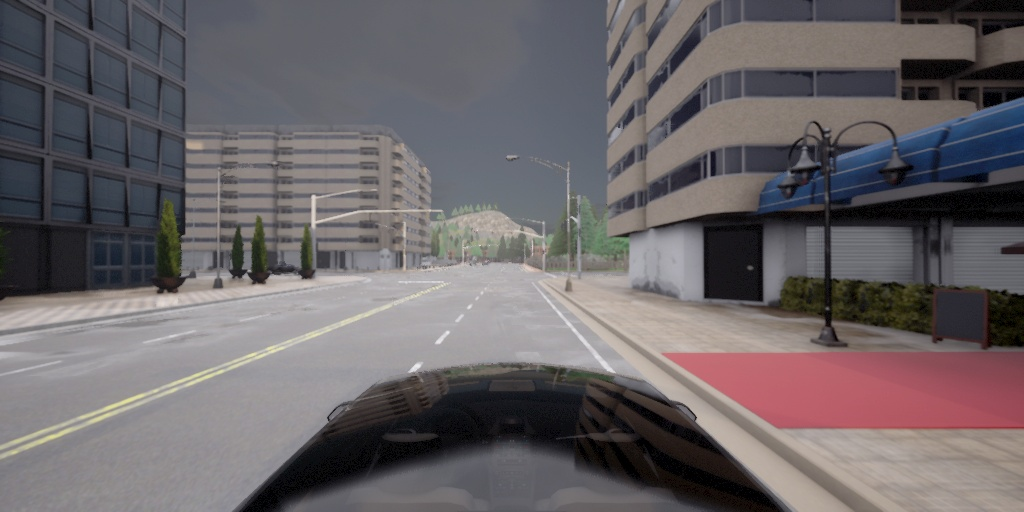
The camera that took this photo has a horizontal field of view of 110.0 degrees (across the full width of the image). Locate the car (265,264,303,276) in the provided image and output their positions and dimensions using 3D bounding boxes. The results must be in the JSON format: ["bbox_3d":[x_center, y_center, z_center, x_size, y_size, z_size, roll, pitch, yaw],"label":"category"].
[{"bbox_3d":[-25.122,1.492,40.063,4.718,1.301,1.895,0,-1,0],"label":"car"}]
